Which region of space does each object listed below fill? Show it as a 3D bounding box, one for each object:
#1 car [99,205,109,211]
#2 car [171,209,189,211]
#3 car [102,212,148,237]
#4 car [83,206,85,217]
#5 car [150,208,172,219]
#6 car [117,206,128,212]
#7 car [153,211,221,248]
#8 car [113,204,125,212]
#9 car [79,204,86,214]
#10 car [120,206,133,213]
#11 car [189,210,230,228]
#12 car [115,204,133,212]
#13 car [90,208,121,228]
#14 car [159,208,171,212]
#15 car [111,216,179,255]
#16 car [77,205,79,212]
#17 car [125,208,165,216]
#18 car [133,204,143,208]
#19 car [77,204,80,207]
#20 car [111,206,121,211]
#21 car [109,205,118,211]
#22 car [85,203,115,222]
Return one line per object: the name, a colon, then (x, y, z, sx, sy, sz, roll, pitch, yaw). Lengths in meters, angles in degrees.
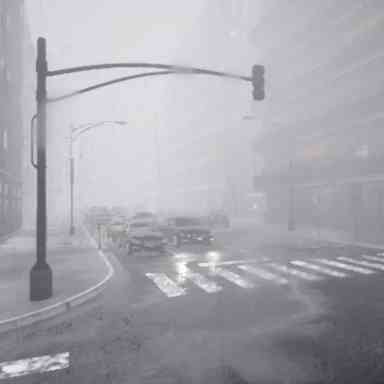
car: (-23.737, 4.311, 89.209, 2.128, 1.511, 4.902, 0, -2, -20)
car: (-0.320, 2.516, 34.022, 2.008, 1.369, 4.403, 1, -2, -20)
car: (-4.244, 2.160, 20.540, 1.752, 1.417, 4.829, 1, -2, -20)
car: (-13.949, 3.001, 46.619, 1.752, 1.417, 4.829, 1, -2, -20)
car: (-4.261, 2.832, 44.614, 1.752, 1.417, 4.829, 1, -2, -20)
car: (-15.847, 3.863, 75.749, 1.887, 1.381, 4.507, 1, -2, -20)
car: (-0.465, 2.018, 17.777, 1.837, 1.490, 4.892, 0, -2, -20)
car: (-17.789, 3.804, 80.971, 2.192, 1.841, 5.009, 1, -2, -20)
car: (-15.949, 2.965, 52.001, 2.192, 1.841, 5.009, 1, -2, -20)
car: (-13.907, 3.700, 70.533, 2.008, 1.369, 4.403, 1, -2, -20)
car: (1.621, 2.237, 28.810, 1.967, 1.590, 4.097, 1, -2, -20)
car: (-9.049, 2.611, 40.918, 2.097, 1.767, 4.553, 0, -2, -20)
car: (-8.186, 2.520, 31.131, 1.887, 1.381, 4.507, 1, -2, -20)
car: (-2.261, 2.684, 39.238, 2.008, 1.369, 4.403, 1, -2, -20)
car: (-2.362, 2.023, 15.482, 2.008, 1.369, 4.403, 1, -2, -20)
car: (-21.773, 3.725, 67.641, 1.947, 1.339, 4.313, 1, -2, -20)
car: (-3.919, 2.338, 27.066, 1.812, 1.442, 4.674, 0, -1, -20)
car: (-10.025, 3.124, 60.109, 2.192, 1.841, 5.009, 1, -2, -20)
car: (-27.595, 3.985, 83.296, 2.192, 1.841, 5.009, 1, -2, -20)
car: (-19.730, 4.210, 86.181, 2.008, 1.369, 4.403, 1, -2, -20)
car: (-21.671, 4.396, 91.396, 1.947, 1.339, 4.313, 1, -2, -20)
car: (-10.126, 2.459, 36.354, 2.192, 1.841, 5.009, 1, -2, -20)
